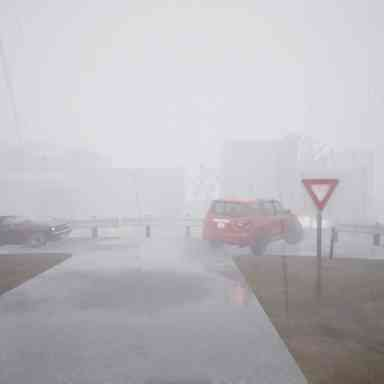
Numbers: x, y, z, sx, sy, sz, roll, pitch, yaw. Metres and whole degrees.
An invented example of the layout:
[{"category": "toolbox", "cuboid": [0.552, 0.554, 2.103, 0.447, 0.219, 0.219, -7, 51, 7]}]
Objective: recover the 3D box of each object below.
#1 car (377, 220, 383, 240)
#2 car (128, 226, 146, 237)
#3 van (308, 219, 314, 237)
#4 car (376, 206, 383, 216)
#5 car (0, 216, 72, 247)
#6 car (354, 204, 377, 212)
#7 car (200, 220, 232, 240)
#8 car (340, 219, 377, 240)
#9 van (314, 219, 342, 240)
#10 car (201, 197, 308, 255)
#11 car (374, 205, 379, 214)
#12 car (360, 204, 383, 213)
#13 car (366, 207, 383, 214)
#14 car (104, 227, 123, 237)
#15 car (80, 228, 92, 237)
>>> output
[{"category": "car", "cuboid": [20.445, 4.205, 37.771, 2.435, 2.045, 5.566, 0, 0, -18]}, {"category": "car", "cuboid": [-6.173, 4.485, 38.546, 2.163, 1.488, 4.792, 0, 0, -18]}, {"category": "van", "cuboid": [11.517, 4.232, 38.165, 1.878, 1.987, 4.442, 0, 0, -18]}, {"category": "car", "cuboid": [40.986, 4.091, 67.922, 5.008, 1.535, 2.097, -1, 1, -17]}, {"category": "car", "cuboid": [-7.877, 1.700, 14.651, 4.718, 1.301, 1.895, -2, 1, 2]}, {"category": "car", "cuboid": [41.688, 3.828, 79.921, 4.553, 1.767, 2.185, -1, 1, -17]}, {"category": "car", "cuboid": [2.676, 4.331, 38.341, 2.185, 1.767, 4.553, 0, 0, -18]}, {"category": "car", "cuboid": [17.487, 4.205, 37.859, 2.435, 2.045, 5.566, 0, 0, -18]}, {"category": "van", "cuboid": [14.474, 4.231, 38.078, 1.878, 1.987, 4.442, 0, 0, -18]}, {"category": "car", "cuboid": [2.668, 1.245, 13.899, 2.150, 2.045, 5.566, 3, 2, 38]}, {"category": "car", "cuboid": [41.112, 3.931, 70.921, 4.553, 1.767, 2.185, -1, 0, -17]}, {"category": "car", "cuboid": [41.517, 3.861, 76.925, 4.553, 1.767, 2.185, -1, 1, -17]}, {"category": "car", "cuboid": [41.314, 4.062, 73.925, 4.674, 1.452, 2.002, -1, 0, -17]}, {"category": "car", "cuboid": [-9.213, 4.452, 38.827, 1.946, 1.575, 5.366, 0, 0, -18]}, {"category": "car", "cuboid": [-12.100, 4.454, 38.742, 2.097, 1.535, 5.008, 0, 0, -18]}]
